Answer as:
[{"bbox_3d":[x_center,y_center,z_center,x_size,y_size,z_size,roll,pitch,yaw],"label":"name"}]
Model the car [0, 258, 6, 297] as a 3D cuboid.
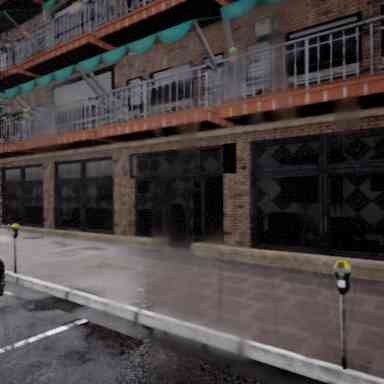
[{"bbox_3d":[-5.569,1.539,6.948,4.313,1.339,1.947,0,-1,36],"label":"car"}]
